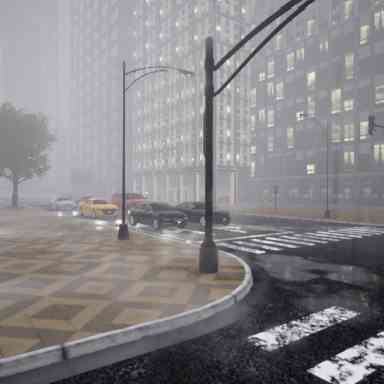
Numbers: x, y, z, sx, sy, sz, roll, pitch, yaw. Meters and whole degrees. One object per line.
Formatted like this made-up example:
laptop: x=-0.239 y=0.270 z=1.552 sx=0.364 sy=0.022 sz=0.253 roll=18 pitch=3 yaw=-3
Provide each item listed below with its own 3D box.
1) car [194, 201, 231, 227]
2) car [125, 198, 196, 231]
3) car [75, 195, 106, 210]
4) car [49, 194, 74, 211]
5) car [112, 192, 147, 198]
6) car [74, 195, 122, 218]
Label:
car: x=0.445 y=1.344 z=21.779 sx=1.882 sy=1.535 sz=5.008 roll=0 pitch=0 yaw=-37
car: x=-2.129 y=1.357 z=19.793 sx=1.837 sy=1.490 sz=4.892 roll=0 pitch=0 yaw=-37
car: x=-11.730 y=1.176 z=38.145 sx=1.882 sy=1.535 sz=5.008 roll=0 pitch=0 yaw=-36
car: x=-13.906 y=1.216 z=35.622 sx=1.812 sy=1.442 sz=4.674 roll=0 pitch=0 yaw=-37
car: x=-5.489 y=1.008 z=29.742 sx=2.150 sy=2.045 sz=5.566 roll=0 pitch=0 yaw=-37
car: x=-7.783 y=1.254 z=27.388 sx=1.882 sy=1.535 sz=5.008 roll=0 pitch=0 yaw=-37
